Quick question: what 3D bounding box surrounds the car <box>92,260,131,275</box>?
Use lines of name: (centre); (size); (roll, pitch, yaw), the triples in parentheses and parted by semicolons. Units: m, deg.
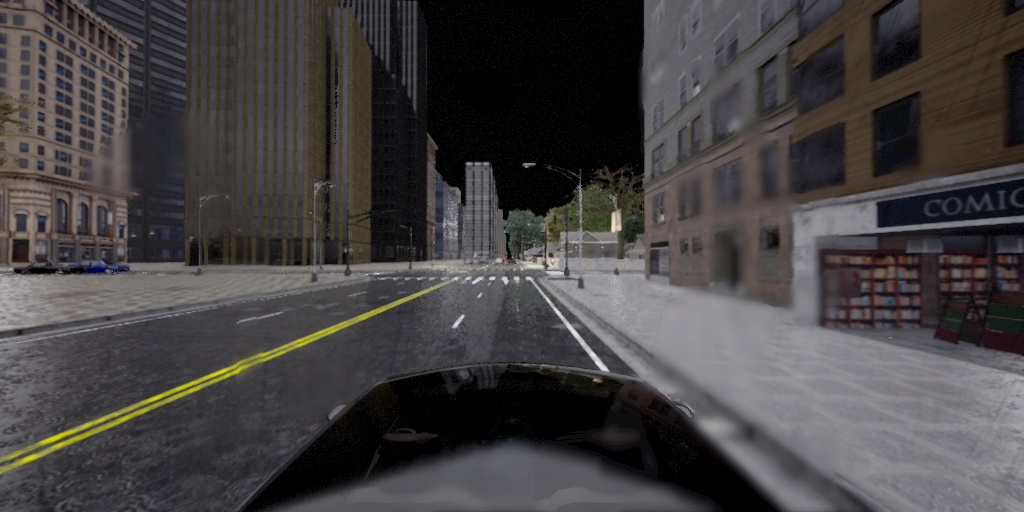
car: (-43.859, 1.205, 38.253); (5.008, 1.535, 1.882); (0, -1, -6)

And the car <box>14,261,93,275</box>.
car: (-44.692, 1.296, 34.893); (4.718, 1.301, 1.895); (0, -1, -6)
